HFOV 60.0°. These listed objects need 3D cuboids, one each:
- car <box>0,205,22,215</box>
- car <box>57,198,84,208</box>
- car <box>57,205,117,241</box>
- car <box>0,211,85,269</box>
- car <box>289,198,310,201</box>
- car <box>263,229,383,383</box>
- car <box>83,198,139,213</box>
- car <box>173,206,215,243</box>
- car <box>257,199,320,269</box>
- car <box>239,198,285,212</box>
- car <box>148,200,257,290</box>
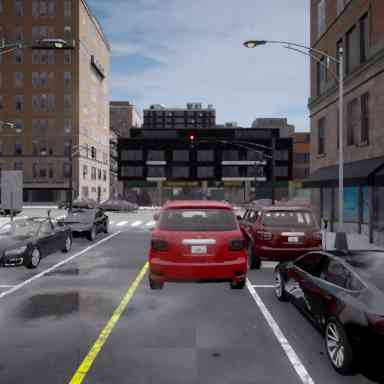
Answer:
[{"bbox_3d":[-17.512,1.524,28.959,4.718,1.301,1.895,0,0,0],"label":"car"},{"bbox_3d":[-13.183,1.436,38.934,4.902,1.511,2.128,0,0,0],"label":"car"},{"bbox_3d":[-5.387,1.566,16.717,1.947,1.339,4.313,0,0,0],"label":"car"},{"bbox_3d":[-5.388,1.551,11.055,2.008,1.369,4.403,0,0,0],"label":"car"},{"bbox_3d":[10.965,1.415,35.787,4.553,1.767,2.097,0,0,0],"label":"car"},{"bbox_3d":[2.636,1.566,5.392,1.947,1.339,4.313,0,0,0],"label":"car"},{"bbox_3d":[-8.405,1.514,35.703,5.357,1.411,2.033,0,0,0],"label":"car"},{"bbox_3d":[0.092,1.526,16.972,1.812,1.442,4.674,0,0,0],"label":"car"},{"bbox_3d":[2.637,1.315,11.054,2.192,1.841,5.009,0,0,0],"label":"car"},{"bbox_3d":[8.177,1.541,39.026,4.902,1.511,2.128,0,0,0],"label":"car"},{"bbox_3d":[0.080,1.222,9.215,2.150,2.045,5.566,0,0,-1],"label":"car"}]
